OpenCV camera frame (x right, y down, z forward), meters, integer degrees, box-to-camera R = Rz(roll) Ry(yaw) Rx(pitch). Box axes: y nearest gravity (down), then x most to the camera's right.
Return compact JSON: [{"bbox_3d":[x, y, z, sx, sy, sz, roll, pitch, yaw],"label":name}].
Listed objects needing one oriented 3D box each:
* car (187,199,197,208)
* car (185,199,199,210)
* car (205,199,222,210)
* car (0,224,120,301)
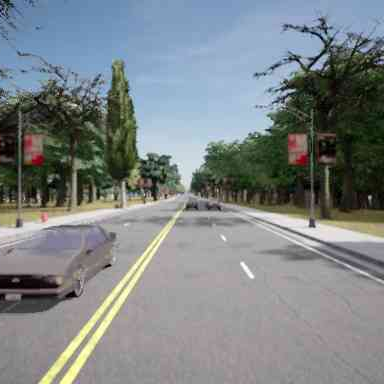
[{"bbox_3d":[0.000,2.033,59.507,1.837,1.490,4.892,0,-1,0],"label":"car"},{"bbox_3d":[0.001,1.912,49.083,1.837,1.490,4.892,0,-1,0],"label":"car"},{"bbox_3d":[3.250,1.938,49.493,1.812,1.442,4.674,0,-1,0],"label":"car"},{"bbox_3d":[-3.316,1.600,8.881,2.033,1.411,5.357,0,0,0],"label":"car"}]
